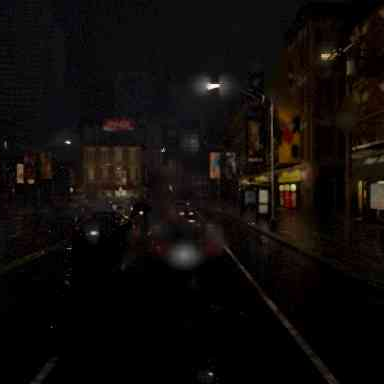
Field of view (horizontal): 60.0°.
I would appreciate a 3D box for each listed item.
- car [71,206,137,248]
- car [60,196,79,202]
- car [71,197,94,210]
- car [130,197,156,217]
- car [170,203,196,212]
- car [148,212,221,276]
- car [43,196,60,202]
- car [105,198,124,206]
[{"bbox_3d":[-3.857,1.562,14.885,1.994,1.385,4.181,0,0,-2],"label":"car"},{"bbox_3d":[-26.279,1.614,73.928,4.718,1.301,1.895,0,0,28],"label":"car"},{"bbox_3d":[-12.379,1.605,38.257,1.895,1.301,4.718,0,0,-13],"label":"car"},{"bbox_3d":[-4.392,1.485,30.349,1.837,1.490,4.892,0,0,-3],"label":"car"},{"bbox_3d":[-0.709,1.518,25.319,2.033,1.411,5.357,0,0,-1],"label":"car"},{"bbox_3d":[-0.232,1.552,10.341,1.994,1.385,4.181,0,0,-1],"label":"car"},{"bbox_3d":[-31.649,1.559,75.930,4.674,1.452,2.002,0,0,18],"label":"car"},{"bbox_3d":[-9.144,1.481,39.244,2.128,1.511,4.902,0,0,-14],"label":"car"}]
